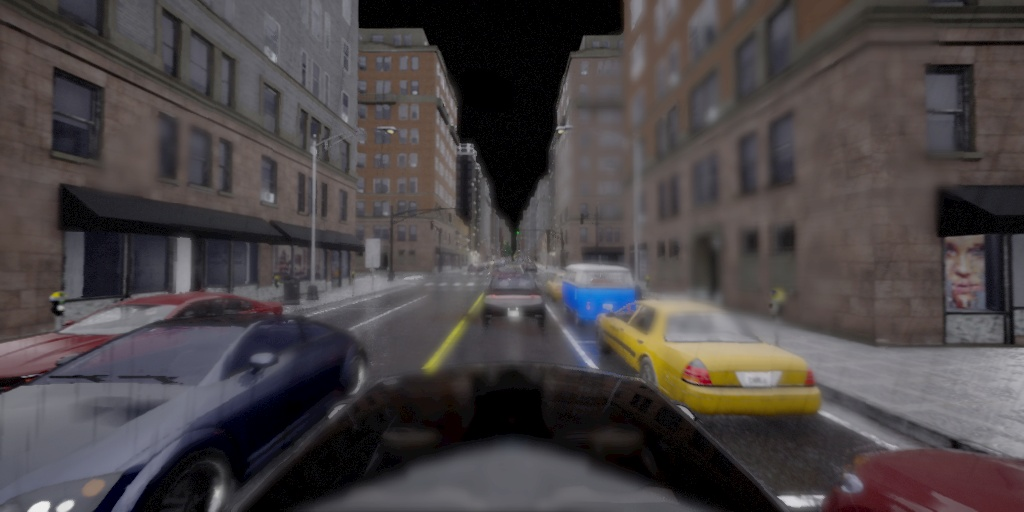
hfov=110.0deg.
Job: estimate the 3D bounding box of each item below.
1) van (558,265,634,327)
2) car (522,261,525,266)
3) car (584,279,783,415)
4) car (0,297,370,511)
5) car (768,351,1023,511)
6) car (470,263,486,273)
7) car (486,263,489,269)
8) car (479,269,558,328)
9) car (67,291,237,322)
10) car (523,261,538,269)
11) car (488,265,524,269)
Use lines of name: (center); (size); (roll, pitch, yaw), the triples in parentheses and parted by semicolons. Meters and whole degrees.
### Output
van: (2.678, 1.196, 11.692); (1.690, 1.789, 3.998); (0, 0, 0)
car: (3.119, 1.911, 60.556); (1.888, 1.381, 4.507); (0, 0, 1)
car: (2.672, 1.321, 6.189); (1.751, 1.417, 4.829); (0, 0, 0)
car: (-3.097, 1.334, 3.630); (1.994, 1.385, 4.181); (0, -1, 0)
car: (2.665, 1.318, 0.345); (1.802, 1.307, 4.207); (0, 0, 0)
car: (-5.483, 1.892, 55.141); (1.802, 1.307, 4.207); (0, 0, 1)
car: (-5.406, 1.933, 60.670); (1.948, 1.339, 4.313); (0, 0, 1)
car: (0.096, 1.350, 11.872); (2.128, 1.511, 4.902); (0, 0, 0)
car: (-5.854, 1.340, 6.031); (1.888, 1.381, 4.507); (0, 0, 0)
car: (3.042, 1.874, 55.027); (1.948, 1.339, 4.313); (0, 0, 1)
car: (-0.604, 1.650, 30.039); (1.895, 1.301, 4.718); (0, -1, -10)
